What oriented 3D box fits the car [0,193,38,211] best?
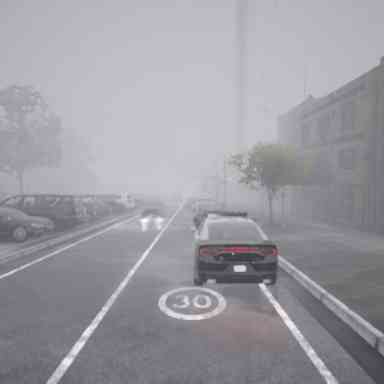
[{"bbox_3d":[-21.889,1.146,40.169,5.566,2.045,2.435,0,0,0],"label":"car"}]

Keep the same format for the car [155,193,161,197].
[{"bbox_3d":[-8.846,1.475,62.772,5.008,1.535,2.097,0,0,0],"label":"car"}]

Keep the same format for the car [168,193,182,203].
[{"bbox_3d":[-3.198,1.250,70.094,2.150,2.045,5.566,0,0,0],"label":"car"}]

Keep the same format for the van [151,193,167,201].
[{"bbox_3d":[-8.986,1.359,90.806,4.442,1.987,1.878,0,0,0],"label":"van"}]

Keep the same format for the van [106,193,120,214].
[{"bbox_3d":[-8.947,1.161,29.136,4.442,1.987,1.878,0,0,0],"label":"van"}]

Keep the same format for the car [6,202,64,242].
[{"bbox_3d":[-8.839,1.386,15.119,4.892,1.521,2.231,0,0,0],"label":"car"}]

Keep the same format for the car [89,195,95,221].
[{"bbox_3d":[-8.798,1.256,20.725,4.553,1.767,2.185,0,0,0],"label":"car"}]

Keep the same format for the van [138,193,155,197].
[{"bbox_3d":[-8.729,1.216,54.363,4.442,1.987,1.878,0,0,0],"label":"van"}]

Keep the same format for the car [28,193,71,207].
[{"bbox_3d":[-21.895,1.178,51.186,5.566,2.045,2.435,0,0,0],"label":"car"}]

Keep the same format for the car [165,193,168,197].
[{"bbox_3d":[-8.832,1.278,76.789,5.566,2.045,2.435,0,0,0],"label":"car"}]

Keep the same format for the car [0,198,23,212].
[{"bbox_3d":[-21.944,1.423,37.386,4.792,1.488,2.163,0,0,0],"label":"car"}]

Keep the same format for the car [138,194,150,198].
[{"bbox_3d":[-8.836,1.410,45.956,5.008,1.535,2.097,0,0,0],"label":"car"}]

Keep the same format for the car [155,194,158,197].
[{"bbox_3d":[-8.819,1.482,57.166,4.792,1.488,2.163,0,0,0],"label":"car"}]

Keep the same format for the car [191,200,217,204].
[{"bbox_3d":[0.989,1.421,19.286,1.837,1.490,4.892,0,0,0],"label":"car"}]

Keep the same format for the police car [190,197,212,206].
[{"bbox_3d":[0.994,1.345,25.405,1.930,1.638,5.238,0,0,0],"label":"police car"}]

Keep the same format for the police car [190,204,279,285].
[{"bbox_3d":[0.982,1.352,9.377,1.930,1.638,5.238,0,0,0],"label":"police car"}]

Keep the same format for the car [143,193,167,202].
[{"bbox_3d":[-8.833,1.289,79.593,5.566,2.045,2.435,0,0,0],"label":"car"}]

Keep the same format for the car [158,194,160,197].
[{"bbox_3d":[-8.820,1.493,59.969,4.792,1.488,2.163,0,0,0],"label":"car"}]

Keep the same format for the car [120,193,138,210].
[{"bbox_3d":[-8.862,1.140,34.743,5.566,2.045,2.435,0,0,0],"label":"car"}]

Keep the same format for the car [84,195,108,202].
[{"bbox_3d":[-21.945,1.530,76.409,4.892,1.521,2.231,0,0,0],"label":"car"}]

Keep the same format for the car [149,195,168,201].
[{"bbox_3d":[-8.861,1.575,88.001,4.892,1.521,2.231,0,0,0],"label":"car"}]

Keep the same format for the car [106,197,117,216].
[{"bbox_3d":[-8.824,1.386,26.333,4.892,1.521,2.231,0,0,0],"label":"car"}]

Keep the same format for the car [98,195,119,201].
[{"bbox_3d":[-21.918,1.602,87.513,4.792,1.488,2.163,0,0,0],"label":"car"}]

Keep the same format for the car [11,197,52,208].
[{"bbox_3d":[-21.918,1.450,45.616,4.674,1.452,2.002,0,0,0],"label":"car"}]

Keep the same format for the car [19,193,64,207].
[{"bbox_3d":[-21.893,1.168,48.525,5.566,2.045,2.435,0,0,0],"label":"car"}]

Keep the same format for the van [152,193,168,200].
[{"bbox_3d":[-8.987,1.370,93.609,4.442,1.987,1.878,0,0,0],"label":"van"}]

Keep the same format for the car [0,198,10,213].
[{"bbox_3d":[-21.884,1.421,34.601,4.792,1.488,2.163,0,0,0],"label":"car"}]

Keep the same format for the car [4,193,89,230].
[{"bbox_3d":[-8.859,1.132,17.924,5.566,2.045,2.435,0,0,0],"label":"car"}]

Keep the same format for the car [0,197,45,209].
[{"bbox_3d":[-21.913,1.403,42.955,5.008,1.535,2.097,0,0,0],"label":"car"}]

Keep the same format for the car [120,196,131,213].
[{"bbox_3d":[-8.827,1.389,31.939,5.008,1.535,2.097,0,0,0],"label":"car"}]

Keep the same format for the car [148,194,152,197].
[{"bbox_3d":[-9.028,1.417,48.756,5.366,1.575,1.946,0,0,0],"label":"car"}]

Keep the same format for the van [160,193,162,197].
[{"bbox_3d":[-8.736,1.260,65.576,4.442,1.987,1.878,0,0,0],"label":"van"}]

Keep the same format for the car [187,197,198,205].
[{"bbox_3d":[0.047,1.556,60.140,1.994,1.385,4.181,0,0,0],"label":"car"}]

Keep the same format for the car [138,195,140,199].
[{"bbox_3d":[-8.831,1.394,37.550,4.892,1.521,2.231,0,0,0],"label":"car"}]

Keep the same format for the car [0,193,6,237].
[{"bbox_3d":[-8.867,1.150,9.514,5.566,2.045,2.435,0,0,0],"label":"car"}]

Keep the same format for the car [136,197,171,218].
[{"bbox_3d":[-3.327,1.469,29.746,2.033,1.411,5.357,0,0,0],"label":"car"}]

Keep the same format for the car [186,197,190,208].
[{"bbox_3d":[0.075,1.491,46.404,2.033,1.411,5.357,0,0,1],"label":"car"}]

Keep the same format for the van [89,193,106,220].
[{"bbox_3d":[-8.713,1.158,23.529,4.442,1.987,1.878,0,0,0],"label":"van"}]

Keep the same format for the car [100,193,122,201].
[{"bbox_3d":[-21.977,1.332,90.289,5.566,2.045,2.435,0,0,0],"label":"car"}]

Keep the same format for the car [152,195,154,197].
[{"bbox_3d":[-8.874,1.460,51.559,4.792,1.488,2.163,0,0,0],"label":"car"}]
